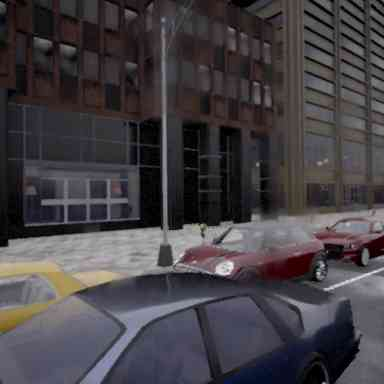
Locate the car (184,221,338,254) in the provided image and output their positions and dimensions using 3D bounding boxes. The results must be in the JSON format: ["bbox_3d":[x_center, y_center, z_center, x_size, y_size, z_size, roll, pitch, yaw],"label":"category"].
[{"bbox_3d":[1.469,1.490,8.027,4.097,1.590,1.967,0,0,-39],"label":"car"}]

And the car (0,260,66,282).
[{"bbox_3d":[-3.011,1.605,4.389,4.829,1.417,1.752,0,0,-39],"label":"car"}]

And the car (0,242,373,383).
[{"bbox_3d":[-0.413,1.583,3.073,5.357,1.411,2.033,0,-1,-39],"label":"car"}]

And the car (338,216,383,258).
[{"bbox_3d":[5.820,1.564,11.557,4.507,1.381,1.887,0,0,-39],"label":"car"}]
